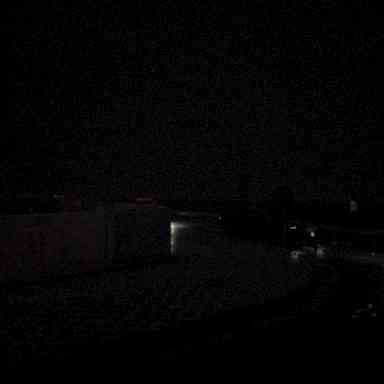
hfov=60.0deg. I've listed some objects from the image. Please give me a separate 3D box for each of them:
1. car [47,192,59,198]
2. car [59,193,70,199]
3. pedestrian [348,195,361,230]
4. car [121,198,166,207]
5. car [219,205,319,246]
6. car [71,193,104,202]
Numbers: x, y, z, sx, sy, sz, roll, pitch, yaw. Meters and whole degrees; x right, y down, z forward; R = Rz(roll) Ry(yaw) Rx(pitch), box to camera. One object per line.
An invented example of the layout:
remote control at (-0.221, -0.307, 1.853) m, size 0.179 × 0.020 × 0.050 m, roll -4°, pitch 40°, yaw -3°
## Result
car at (-23.431, 0.772, 56.992) m, size 2.033 × 1.411 × 5.357 m, roll 0°, pitch 0°, yaw -36°
car at (-17.700, 0.884, 49.037) m, size 1.812 × 1.442 × 4.674 m, roll 0°, pitch 1°, yaw -36°
pedestrian at (8.572, 1.056, 17.571) m, size 0.375 × 1.860 × 0.375 m, roll 1°, pitch -1°, yaw -36°
car at (-3.510, 1.192, 24.307) m, size 1.882 × 1.535 × 5.008 m, roll 0°, pitch 0°, yaw -36°
car at (3.257, 1.355, 14.909) m, size 2.128 × 1.511 × 4.902 m, roll 0°, pitch 0°, yaw -36°
car at (-10.586, 1.033, 34.148) m, size 1.882 × 1.535 × 5.008 m, roll 0°, pitch 0°, yaw -36°
